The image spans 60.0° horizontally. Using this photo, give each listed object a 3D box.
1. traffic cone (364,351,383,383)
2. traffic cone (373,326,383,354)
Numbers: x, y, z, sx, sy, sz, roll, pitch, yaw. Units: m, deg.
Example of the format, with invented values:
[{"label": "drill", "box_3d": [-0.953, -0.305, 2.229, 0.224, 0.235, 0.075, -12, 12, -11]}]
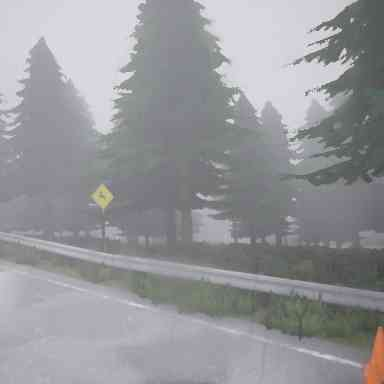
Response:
[{"label": "traffic cone", "box_3d": [1.786, 1.956, 3.267, 0.340, 0.580, 0.340, 0, 0, 33]}, {"label": "traffic cone", "box_3d": [2.329, 1.956, 4.104, 0.340, 0.580, 0.340, 0, 0, 34]}]
